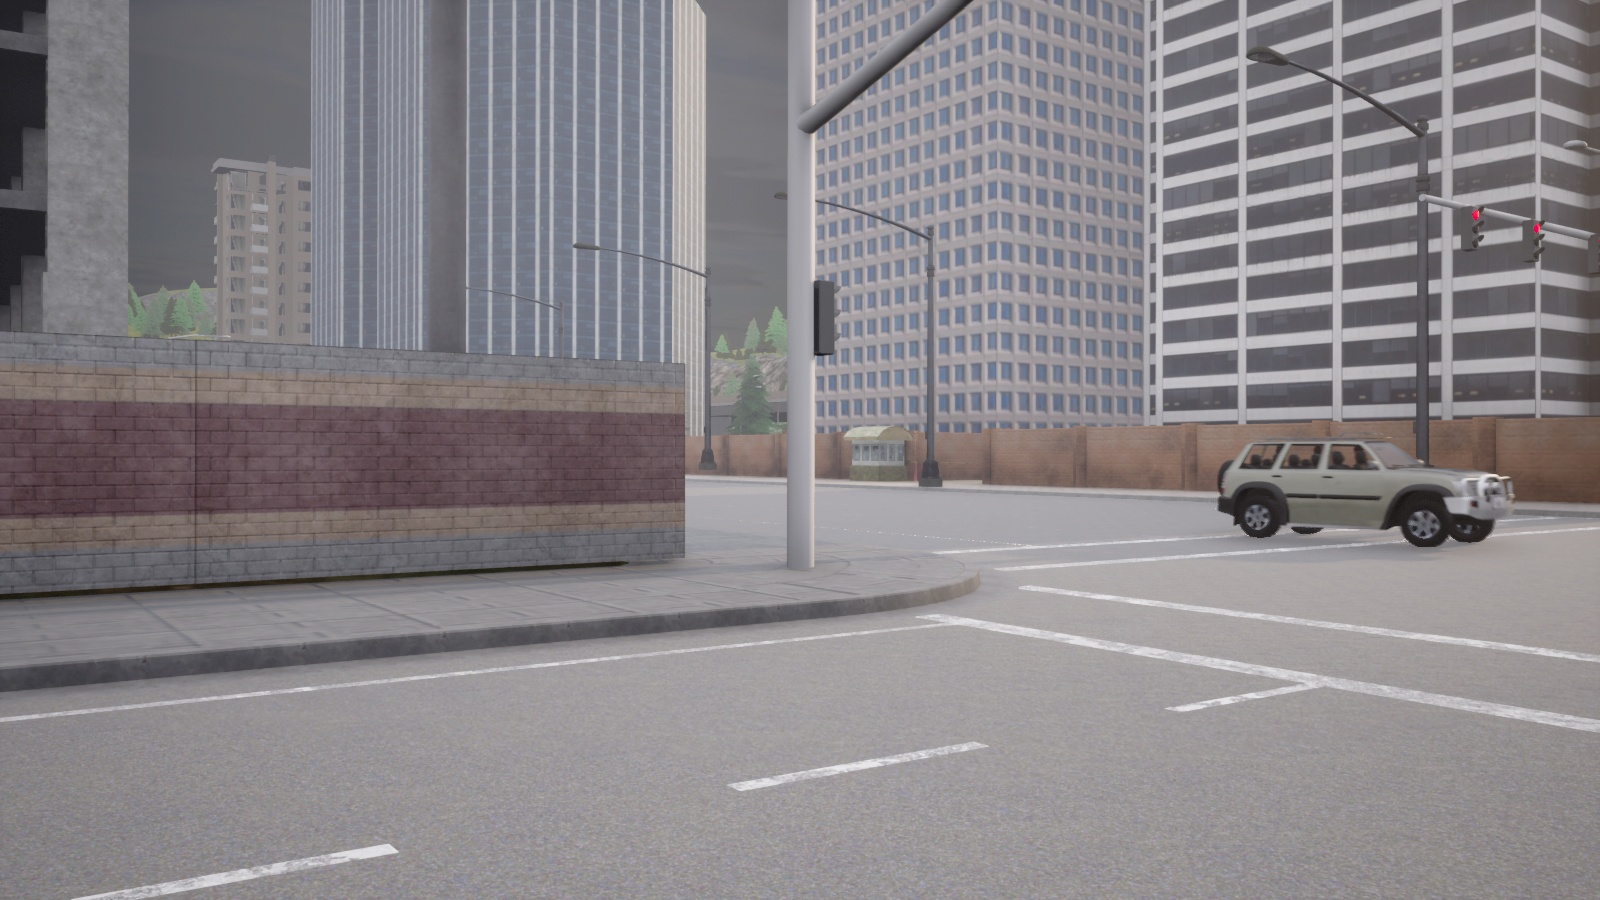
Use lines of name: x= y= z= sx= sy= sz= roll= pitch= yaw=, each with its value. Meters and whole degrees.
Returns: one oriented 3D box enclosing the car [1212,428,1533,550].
car: x=9.671 y=0.594 z=21.519 sx=1.932 sy=1.855 sz=4.605 roll=-1 pitch=0 yaw=-41
